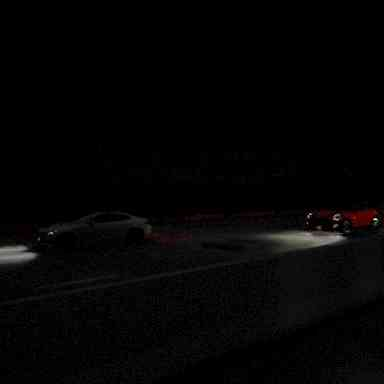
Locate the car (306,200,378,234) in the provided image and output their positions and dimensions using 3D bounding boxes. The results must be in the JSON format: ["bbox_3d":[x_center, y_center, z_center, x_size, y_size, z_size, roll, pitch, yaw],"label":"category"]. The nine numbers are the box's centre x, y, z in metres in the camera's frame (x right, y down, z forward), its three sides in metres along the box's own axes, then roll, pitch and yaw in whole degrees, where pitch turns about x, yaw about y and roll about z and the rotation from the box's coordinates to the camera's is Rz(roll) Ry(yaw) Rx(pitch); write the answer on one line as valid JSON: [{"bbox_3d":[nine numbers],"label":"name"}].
[{"bbox_3d":[8.437,1.272,18.641,4.553,1.767,2.097,0,0,-36],"label":"car"}]

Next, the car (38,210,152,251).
[{"bbox_3d":[-3.955,1.503,14.070,4.674,1.442,1.812,0,0,-36],"label":"car"}]
